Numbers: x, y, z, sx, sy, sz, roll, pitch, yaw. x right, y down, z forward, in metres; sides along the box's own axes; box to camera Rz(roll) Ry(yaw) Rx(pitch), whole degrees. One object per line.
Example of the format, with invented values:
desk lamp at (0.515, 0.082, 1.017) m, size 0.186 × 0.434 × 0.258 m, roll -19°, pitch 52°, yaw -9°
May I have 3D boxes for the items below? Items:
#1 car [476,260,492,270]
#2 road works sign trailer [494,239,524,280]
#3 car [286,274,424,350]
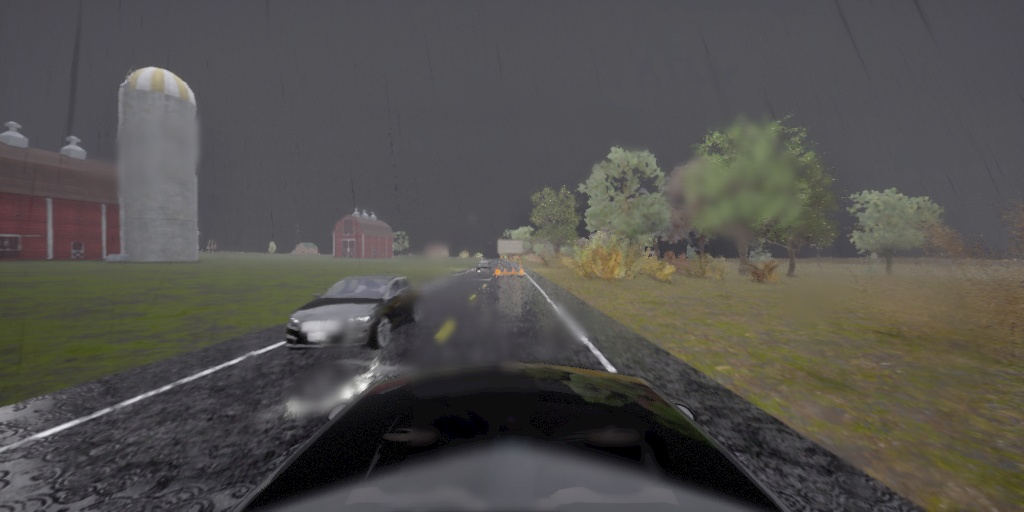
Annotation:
car at (-3.953, 1.311, 50.967) m, size 1.994 × 1.385 × 4.181 m, roll 0°, pitch 0°, yaw 0°
road works sign trailer at (-0.130, 0.209, 31.717) m, size 2.380 × 3.560 × 2.880 m, roll 0°, pitch 0°, yaw -1°
car at (-3.609, 1.242, 9.128) m, size 2.128 × 1.511 × 4.902 m, roll 0°, pitch 0°, yaw 0°
